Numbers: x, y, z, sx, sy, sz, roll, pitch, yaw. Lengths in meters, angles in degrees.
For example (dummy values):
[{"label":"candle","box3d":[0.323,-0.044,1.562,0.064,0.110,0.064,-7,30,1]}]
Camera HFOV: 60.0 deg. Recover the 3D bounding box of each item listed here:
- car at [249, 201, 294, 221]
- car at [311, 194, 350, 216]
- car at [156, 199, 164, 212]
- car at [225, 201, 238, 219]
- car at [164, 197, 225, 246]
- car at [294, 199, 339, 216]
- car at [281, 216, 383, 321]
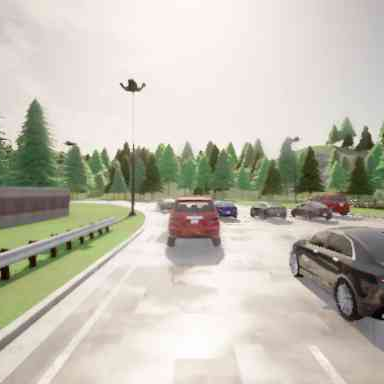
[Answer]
[{"label":"car","box3d":[6.216,1.505,27.564,2.128,1.511,4.902,0,0,-8]},{"label":"car","box3d":[12.727,1.238,31.999,2.150,2.045,5.566,0,0,-10]},{"label":"car","box3d":[-2.994,1.509,38.391,2.128,1.511,4.902,0,0,-15]},{"label":"car","box3d":[2.512,1.491,28.930,1.882,1.535,5.008,1,0,-9]},{"label":"car","box3d":[0.057,1.229,15.492,2.150,2.045,5.566,0,0,-1]},{"label":"car","box3d":[9.752,1.540,27.388,1.812,1.442,4.674,0,0,-7]},{"label":"car","box3d":[3.596,1.509,7.254,1.837,1.490,4.892,0,0,0]}]
